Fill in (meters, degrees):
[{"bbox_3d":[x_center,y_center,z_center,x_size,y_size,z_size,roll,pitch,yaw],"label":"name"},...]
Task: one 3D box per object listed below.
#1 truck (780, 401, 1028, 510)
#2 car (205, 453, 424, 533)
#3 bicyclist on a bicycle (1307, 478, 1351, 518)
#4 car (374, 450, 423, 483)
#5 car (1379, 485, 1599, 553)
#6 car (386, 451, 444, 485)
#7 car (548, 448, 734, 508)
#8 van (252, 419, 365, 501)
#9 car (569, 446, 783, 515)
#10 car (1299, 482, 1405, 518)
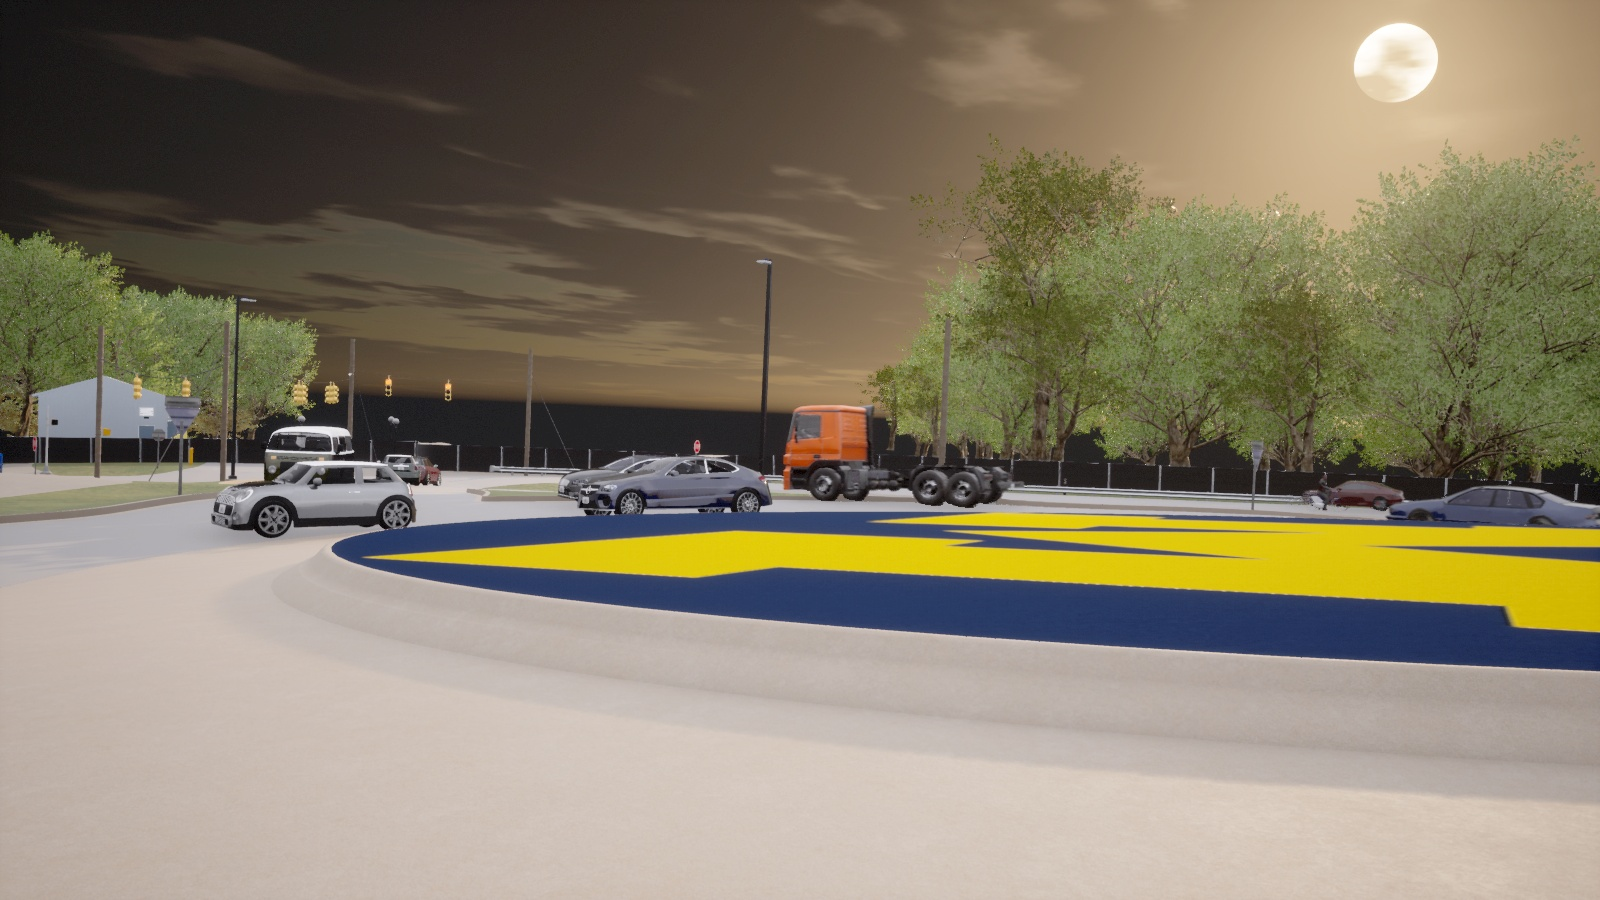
[{"bbox_3d":[3.527,0.142,43.238,7.936,3.462,2.891,1,-1,27],"label":"truck"},{"bbox_3d":[-10.114,0.857,26.276,3.806,1.475,1.970,1,2,-40],"label":"car"},{"bbox_3d":[25.055,2.268,59.466,1.843,1.776,0.659,2,1,27],"label":"bicyclist on a bicycle"},{"bbox_3d":[-19.597,0.793,61.196,1.970,1.475,3.806,2,-1,-22],"label":"car"},{"bbox_3d":[19.148,1.832,34.617,5.357,1.411,2.033,3,1,44],"label":"car"},{"bbox_3d":[-21.367,1.013,69.833,2.097,1.767,4.553,3,-1,-5],"label":"car"},{"bbox_3d":[-4.635,0.829,36.849,4.902,1.511,2.128,2,2,-30],"label":"car"},{"bbox_3d":[-13.515,0.253,34.792,2.069,2.038,4.480,3,0,-11],"label":"van"},{"bbox_3d":[-3.144,0.800,32.222,5.027,1.651,2.152,2,-1,-33],"label":"car"},{"bbox_3d":[27.357,2.438,62.225,4.674,1.442,1.812,2,1,27],"label":"car"}]
